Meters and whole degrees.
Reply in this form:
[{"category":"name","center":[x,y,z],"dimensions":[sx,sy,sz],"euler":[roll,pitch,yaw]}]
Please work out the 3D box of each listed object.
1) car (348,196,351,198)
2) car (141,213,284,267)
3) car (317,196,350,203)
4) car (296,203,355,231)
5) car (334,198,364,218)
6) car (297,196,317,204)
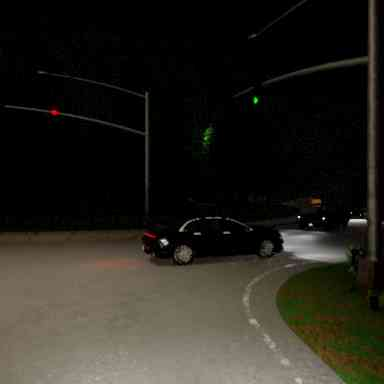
[{"category":"car","center":[20.789,1.325,46.342],"dimensions":[2.097,1.767,4.553],"euler":[0,0,3]},{"category":"car","center":[0.757,1.486,11.272],"dimensions":[4.892,1.490,1.837],"euler":[0,1,-19]},{"category":"car","center":[16.496,1.478,39.071],"dimensions":[1.837,1.490,4.892],"euler":[0,0,8]},{"category":"car","center":[8.297,1.574,20.809],"dimensions":[1.895,1.301,4.718],"euler":[0,0,41]},{"category":"car","center":[13.792,1.537,29.148],"dimensions":[1.994,1.385,4.181],"euler":[0,0,22]},{"category":"car","center":[19.634,1.451,56.053],"dimensions":[1.882,1.535,5.008],"euler":[0,0,-16]}]
